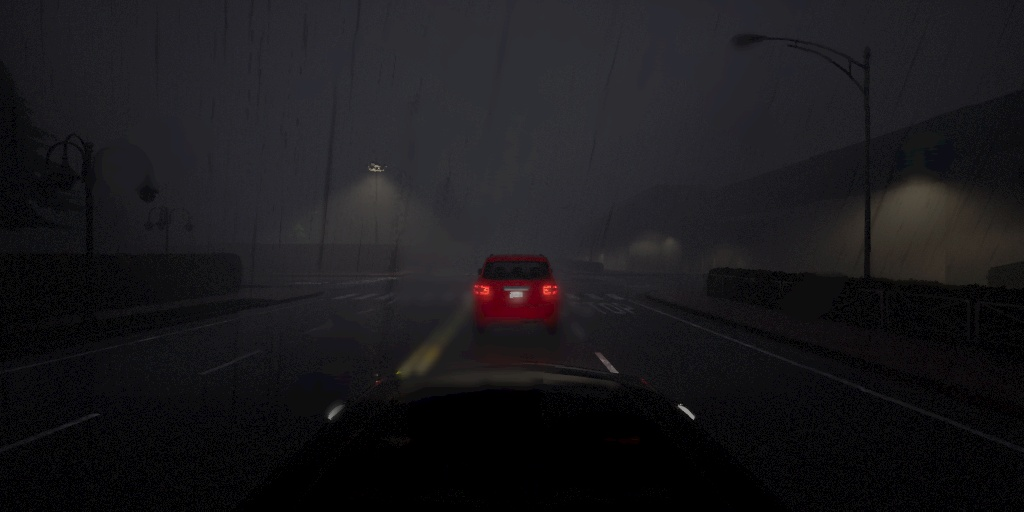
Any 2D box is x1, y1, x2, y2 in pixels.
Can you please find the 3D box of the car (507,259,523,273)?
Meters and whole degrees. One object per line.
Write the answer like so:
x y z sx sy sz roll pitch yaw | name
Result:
0.367 1.228 45.637 1.882 1.535 5.008 0 0 1 | car

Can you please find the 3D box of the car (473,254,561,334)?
0.124 0.971 10.785 2.150 2.045 5.566 0 0 0 | car
